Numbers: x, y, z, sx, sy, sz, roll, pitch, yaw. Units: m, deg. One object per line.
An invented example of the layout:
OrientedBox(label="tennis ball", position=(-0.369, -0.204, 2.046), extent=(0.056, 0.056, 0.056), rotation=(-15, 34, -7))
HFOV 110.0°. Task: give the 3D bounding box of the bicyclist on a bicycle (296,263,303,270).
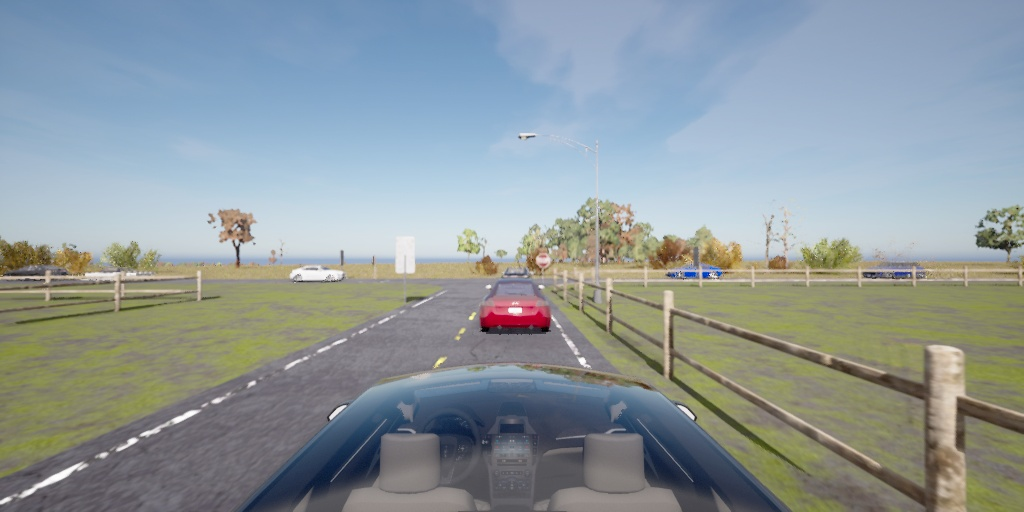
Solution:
OrientedBox(label="bicyclist on a bicycle", position=(-22.504, 1.591, 38.175), extent=(0.582, 1.620, 1.656), rotation=(0, 0, 0))

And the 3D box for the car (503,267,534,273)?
OrientedBox(label="car", position=(0.380, 1.435, 23.070), extent=(2.128, 1.511, 4.902), rotation=(0, -1, 5))

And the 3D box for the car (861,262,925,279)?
OrientedBox(label="car", position=(36.743, 1.326, 34.658), extent=(4.553, 1.767, 2.097), rotation=(0, 0, 1))

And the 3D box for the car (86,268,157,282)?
OrientedBox(label="car", position=(-35.047, 1.722, 32.308), extent=(4.718, 1.301, 1.895), rotation=(0, 0, 1))

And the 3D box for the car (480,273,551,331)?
OrientedBox(label="car", position=(0.098, 1.401, 11.321), extent=(1.994, 1.385, 4.181), rotation=(0, 0, 0))

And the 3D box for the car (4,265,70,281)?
OrientedBox(label="car", position=(-46.764, 1.674, 35.296), extent=(4.902, 1.511, 2.128), rotation=(0, 0, 1))

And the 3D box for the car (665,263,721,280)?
OrientedBox(label="car", position=(17.552, 1.482, 34.827), extent=(5.008, 1.535, 1.882), rotation=(0, 0, 0))

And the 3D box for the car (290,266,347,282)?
OrientedBox(label="car", position=(-17.326, 1.595, 32.155), extent=(4.674, 1.442, 1.812), rotation=(0, -1, 1))
